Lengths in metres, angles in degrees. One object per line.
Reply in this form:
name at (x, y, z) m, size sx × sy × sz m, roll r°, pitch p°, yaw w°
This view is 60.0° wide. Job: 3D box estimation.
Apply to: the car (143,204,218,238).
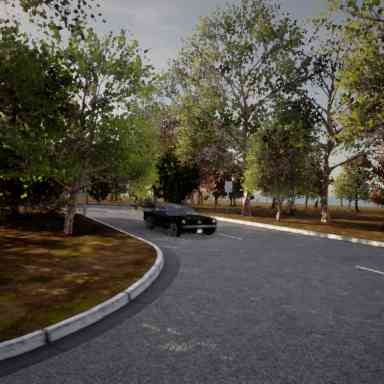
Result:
car at (-0.696, 1.276, 15.718) m, size 1.895 × 1.301 × 4.718 m, roll 1°, pitch 0°, yaw -28°
